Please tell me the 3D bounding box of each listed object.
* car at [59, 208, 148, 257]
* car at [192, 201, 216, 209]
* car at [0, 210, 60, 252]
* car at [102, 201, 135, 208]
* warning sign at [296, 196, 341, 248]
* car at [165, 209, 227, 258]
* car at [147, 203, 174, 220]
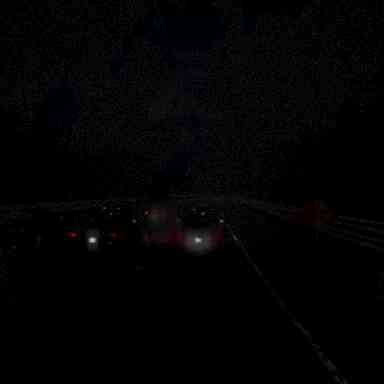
[{"bbox_3d":[-3.202,1.556,12.980,1.994,1.385,4.181,0,0,2],"label":"car"},{"bbox_3d":[0.991,1.505,28.038,1.812,1.442,4.674,0,0,4],"label":"car"},{"bbox_3d":[-6.664,1.468,13.961,1.882,1.535,5.008,0,0,2],"label":"car"},{"bbox_3d":[-6.046,1.472,27.728,2.128,1.511,4.902,0,0,4],"label":"car"},{"bbox_3d":[4.775,1.107,12.659,1.300,1.860,1.060,0,0,2],"label":"warning sign"},{"bbox_3d":[0.291,1.557,12.772,1.994,1.385,4.181,0,0,2],"label":"car"},{"bbox_3d":[-2.593,1.582,26.951,1.895,1.301,4.718,0,0,4],"label":"car"}]
